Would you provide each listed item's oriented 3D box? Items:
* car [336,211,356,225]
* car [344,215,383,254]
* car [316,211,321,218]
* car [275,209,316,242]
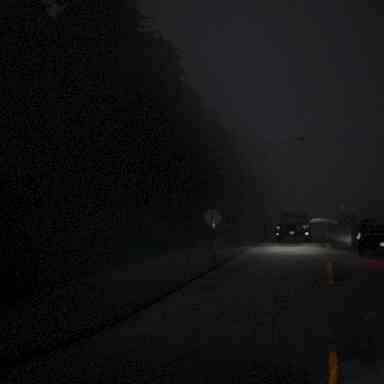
[{"bbox_3d":[17.621,2.955,37.906,2.128,1.511,4.902,-4,-4,22],"label":"car"},{"bbox_3d":[8.843,2.067,16.102,2.128,1.511,4.902,-4,-4,22],"label":"car"},{"bbox_3d":[23.322,4.255,62.985,1.895,1.301,4.718,-4,-4,22],"label":"car"},{"bbox_3d":[7.257,2.290,23.447,2.150,2.045,5.566,-4,-3,22],"label":"car"}]
